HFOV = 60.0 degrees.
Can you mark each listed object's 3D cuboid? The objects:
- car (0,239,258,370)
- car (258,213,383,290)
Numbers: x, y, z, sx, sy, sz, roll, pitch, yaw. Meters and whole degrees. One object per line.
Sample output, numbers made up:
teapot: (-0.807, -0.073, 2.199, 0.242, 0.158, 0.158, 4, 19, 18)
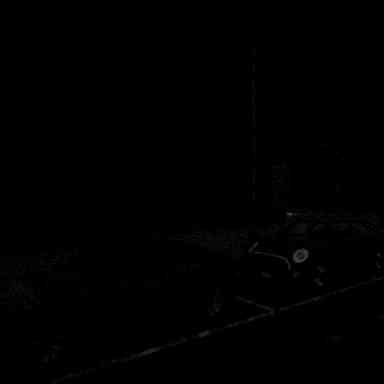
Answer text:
car: (-1.149, 1.557, 5.712, 4.313, 1.339, 1.947, 0, 0, -36)
car: (3.349, 1.412, 8.920, 4.097, 1.590, 1.967, 0, 0, -36)
